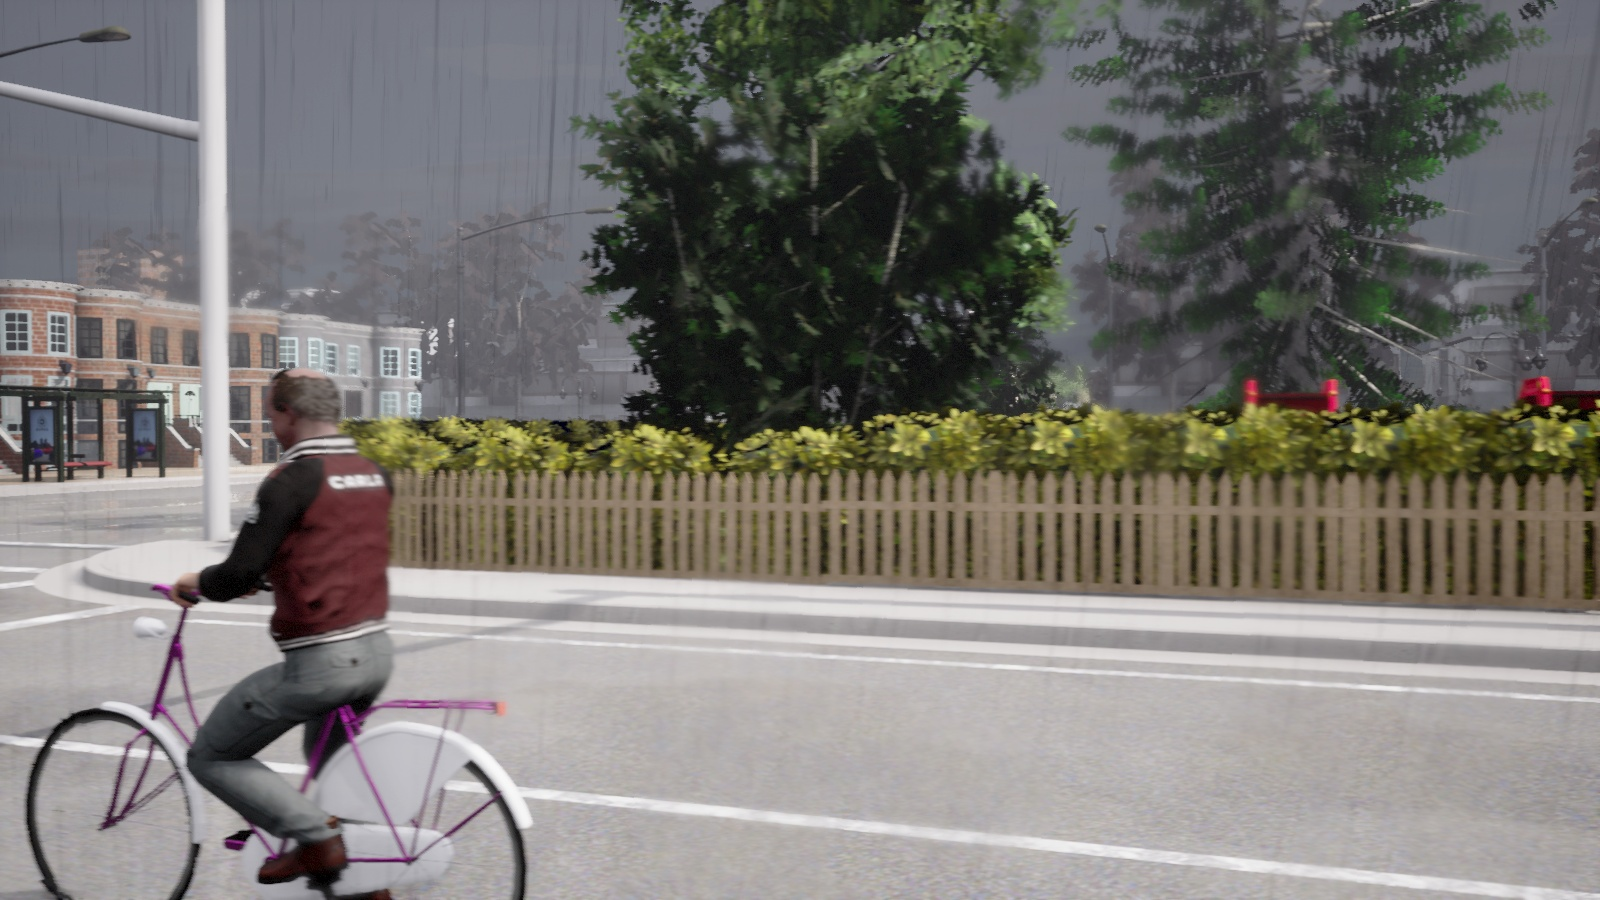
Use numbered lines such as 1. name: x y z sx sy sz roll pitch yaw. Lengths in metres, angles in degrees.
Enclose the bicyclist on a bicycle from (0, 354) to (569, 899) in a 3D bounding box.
1. bicyclist on a bicycle: -1.677 0.631 3.755 1.843 1.776 0.659 1 1 19
